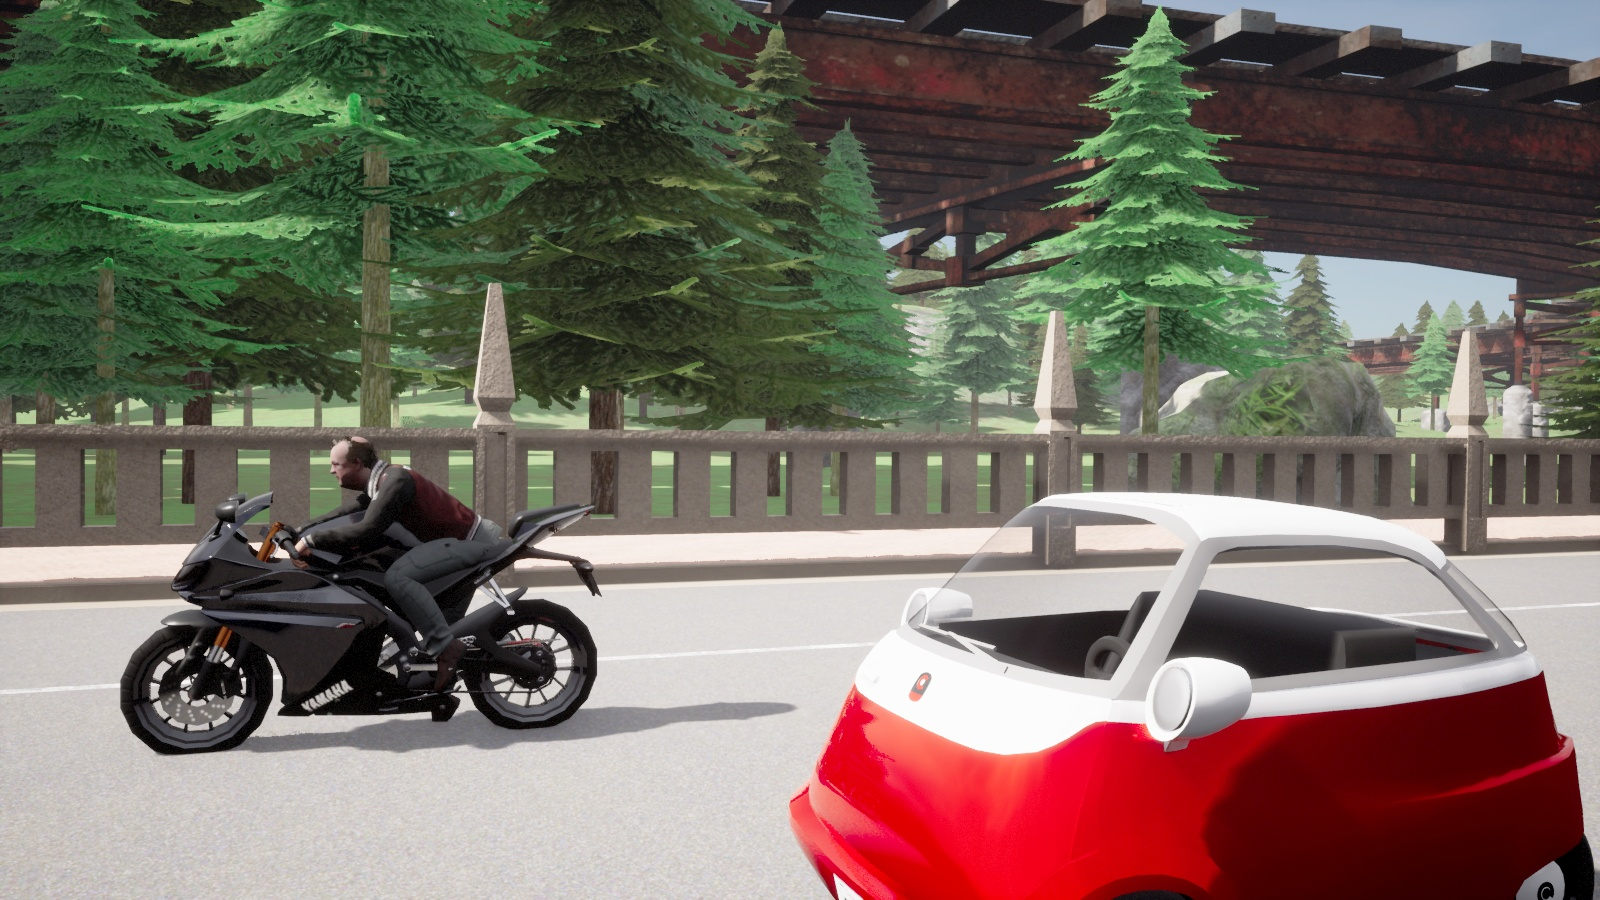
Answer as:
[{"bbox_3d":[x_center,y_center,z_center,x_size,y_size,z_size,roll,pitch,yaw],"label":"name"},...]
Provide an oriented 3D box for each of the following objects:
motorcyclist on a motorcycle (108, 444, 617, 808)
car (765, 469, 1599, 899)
[{"bbox_3d":[-2.089,0.755,6.190,2.191,1.530,0.866,-1,1,-21],"label":"motorcyclist on a motorcycle"},{"bbox_3d":[1.187,0.780,3.690,2.207,1.376,1.481,-1,1,-21],"label":"car"}]
